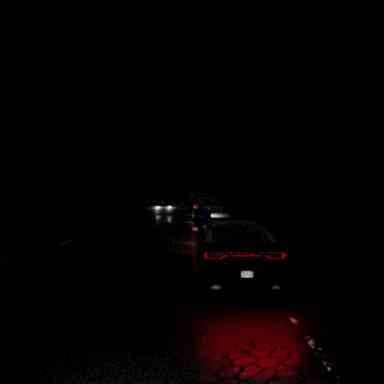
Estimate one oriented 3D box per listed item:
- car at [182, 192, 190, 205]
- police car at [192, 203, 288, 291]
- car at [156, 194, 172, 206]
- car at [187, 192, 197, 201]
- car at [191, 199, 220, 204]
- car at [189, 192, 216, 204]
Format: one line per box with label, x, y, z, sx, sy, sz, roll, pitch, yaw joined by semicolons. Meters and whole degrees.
car;-0.025;0.987;45.241;1.882;1.535;5.008;0;1;0
police car;1.042;1.326;8.888;1.930;1.638;5.238;0;1;0
car;-3.637;1.029;43.843;1.837;1.490;4.892;0;1;0
car;-0.064;0.817;64.378;1.837;1.490;4.892;0;1;0
car;1.032;1.318;18.780;1.812;1.442;4.674;0;1;0
car;1.025;1.079;24.749;2.097;1.767;4.553;0;1;0
